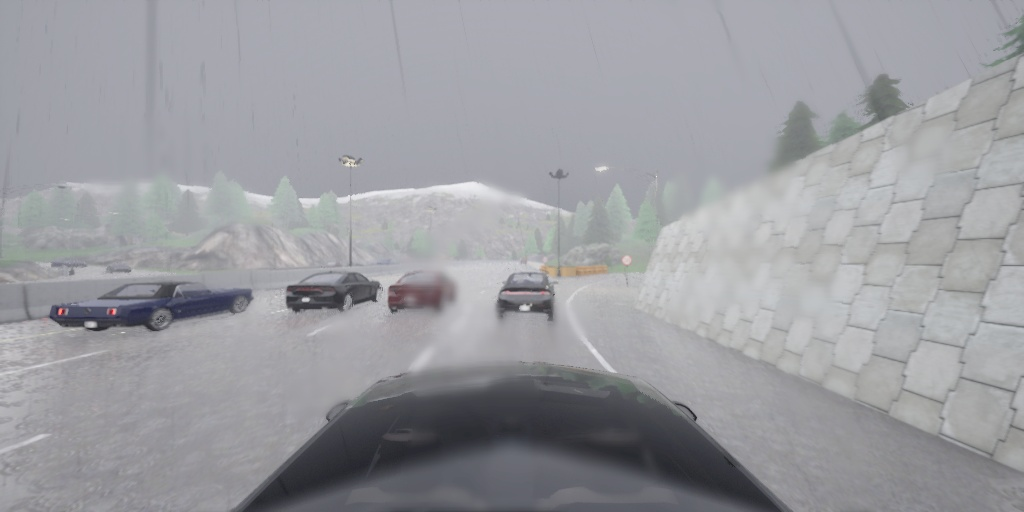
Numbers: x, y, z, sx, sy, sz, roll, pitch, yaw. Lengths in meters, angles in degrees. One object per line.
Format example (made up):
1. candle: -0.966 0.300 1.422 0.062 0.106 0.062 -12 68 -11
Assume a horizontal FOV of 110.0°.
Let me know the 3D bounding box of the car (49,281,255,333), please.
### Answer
1. car: -10.402 1.423 11.080 1.895 1.301 4.718 0 0 0

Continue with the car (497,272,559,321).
1. car: 0.642 1.328 12.880 2.128 1.511 4.902 0 0 6

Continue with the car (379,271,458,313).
1. car: -3.402 1.325 14.479 1.882 1.535 5.008 0 0 0

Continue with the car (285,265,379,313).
1. car: -6.902 1.326 14.481 1.882 1.535 5.008 0 0 0
